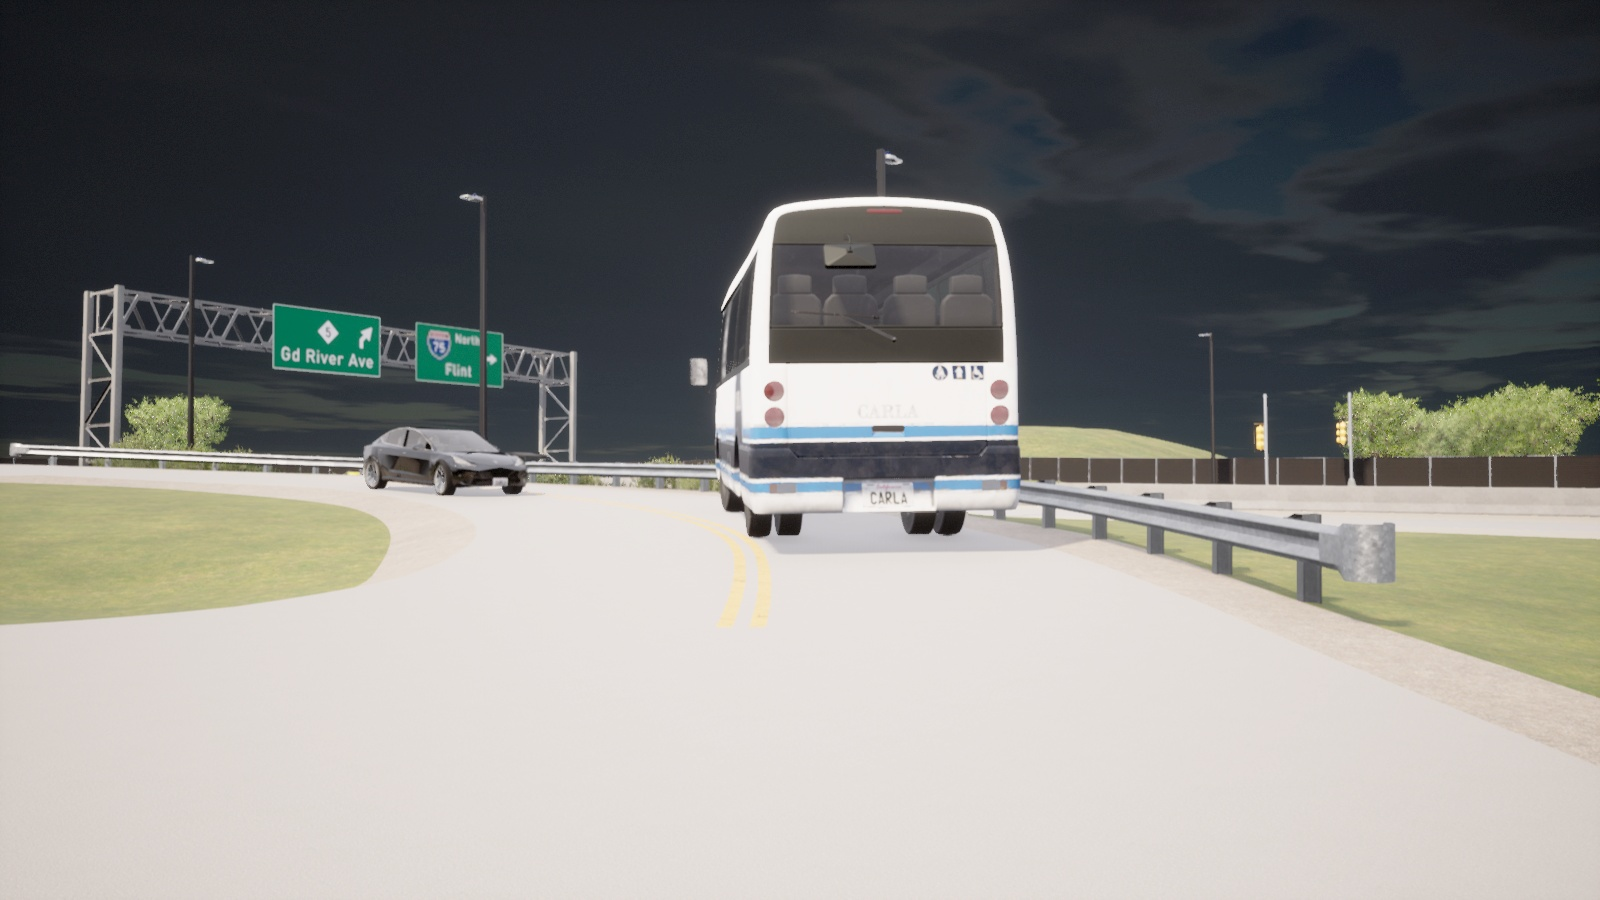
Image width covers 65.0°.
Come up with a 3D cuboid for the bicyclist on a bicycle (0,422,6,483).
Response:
[{"bbox_3d":[-24.347,0.076,36.793,1.843,1.776,0.659,0,-1,9],"label":"bicyclist on a bicycle"}]

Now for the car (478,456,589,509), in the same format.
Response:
[{"bbox_3d":[-9.947,1.221,46.808,3.866,1.878,1.905,-1,-2,35],"label":"car"}]

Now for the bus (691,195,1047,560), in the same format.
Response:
[{"bbox_3d":[0.416,-0.971,20.115,3.944,4.253,10.273,-2,1,-6],"label":"bus"}]

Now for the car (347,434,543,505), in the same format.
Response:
[{"bbox_3d":[-8.139,0.385,28.554,4.792,1.488,2.163,1,1,44],"label":"car"}]
